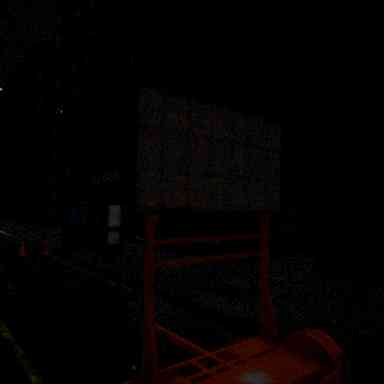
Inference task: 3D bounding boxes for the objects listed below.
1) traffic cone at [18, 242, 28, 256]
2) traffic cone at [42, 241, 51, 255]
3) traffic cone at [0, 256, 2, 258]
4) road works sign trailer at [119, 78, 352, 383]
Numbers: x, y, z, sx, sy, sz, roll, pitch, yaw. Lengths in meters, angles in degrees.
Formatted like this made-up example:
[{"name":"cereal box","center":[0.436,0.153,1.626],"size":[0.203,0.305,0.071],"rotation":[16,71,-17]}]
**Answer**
[{"name":"traffic cone","center":[-7.415,2.496,14.591],"size":[0.340,0.580,0.340],"rotation":[3,-3,-39]},{"name":"traffic cone","center":[-6.635,2.541,15.214],"size":[0.340,0.580,0.340],"rotation":[3,-3,-39]},{"name":"traffic cone","center":[-8.195,2.452,13.967],"size":[0.340,0.580,0.340],"rotation":[3,-3,-39]},{"name":"road works sign trailer","center":[0.176,0.668,4.065],"size":[2.380,3.560,2.880],"rotation":[3,-3,-39]}]
